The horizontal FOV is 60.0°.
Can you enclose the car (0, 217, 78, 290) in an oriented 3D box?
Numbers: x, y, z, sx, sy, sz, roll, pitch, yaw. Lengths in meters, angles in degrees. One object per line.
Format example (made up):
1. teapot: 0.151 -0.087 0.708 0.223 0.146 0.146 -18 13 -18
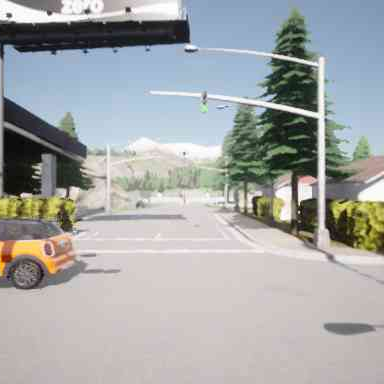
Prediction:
1. car: -5.613 1.500 9.029 4.553 1.767 2.097 0 -1 0
